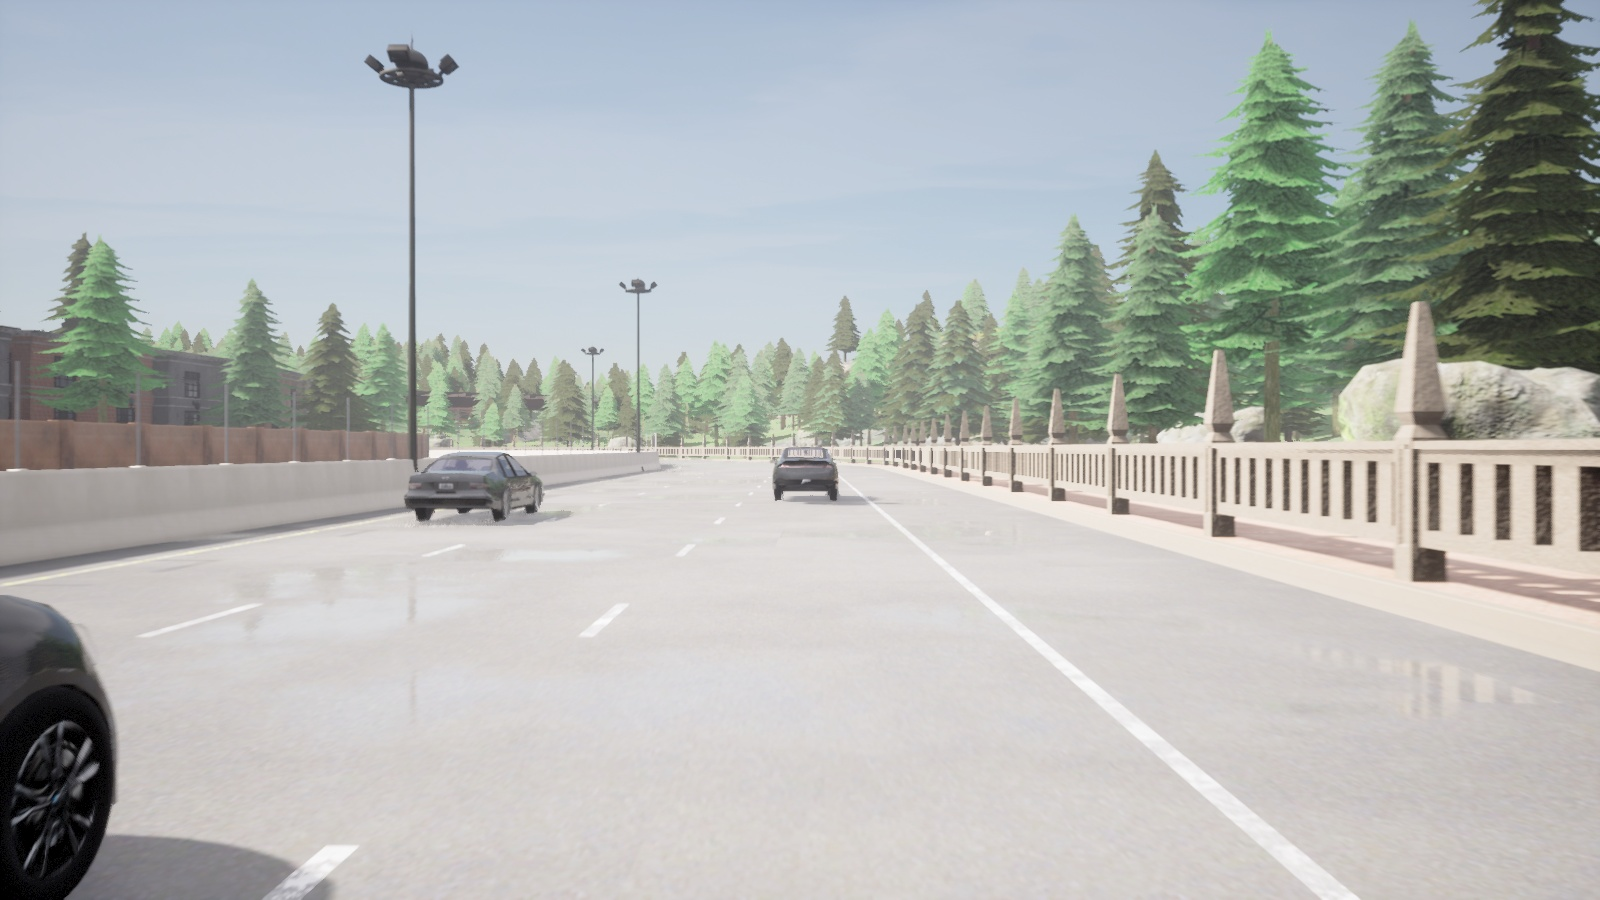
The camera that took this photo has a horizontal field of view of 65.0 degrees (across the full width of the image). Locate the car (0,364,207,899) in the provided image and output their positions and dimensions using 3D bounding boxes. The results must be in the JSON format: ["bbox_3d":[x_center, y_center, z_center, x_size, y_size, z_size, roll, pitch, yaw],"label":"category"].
[{"bbox_3d":[-3.472,0.583,2.658,2.242,1.667,4.611,0,0,0],"label":"car"}]

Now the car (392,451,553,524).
[{"bbox_3d":[-6.874,0.729,27.021,2.033,1.411,5.357,0,0,0],"label":"car"}]

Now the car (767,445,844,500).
[{"bbox_3d":[0.167,0.620,37.064,2.128,1.511,4.902,0,0,0],"label":"car"}]
